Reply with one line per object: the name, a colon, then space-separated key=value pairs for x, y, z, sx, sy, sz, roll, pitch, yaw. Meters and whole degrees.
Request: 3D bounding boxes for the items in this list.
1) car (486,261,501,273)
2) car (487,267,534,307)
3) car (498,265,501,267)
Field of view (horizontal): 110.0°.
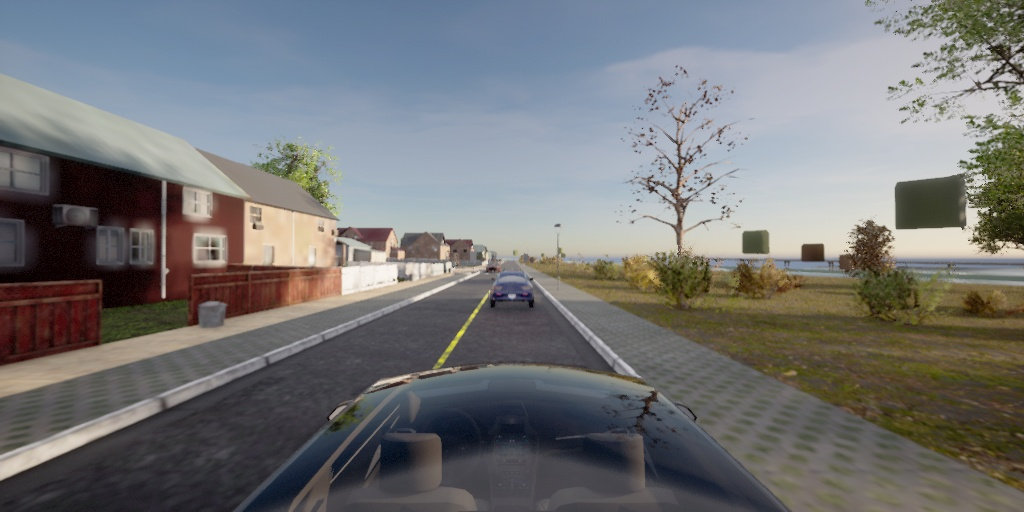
car: x=-2.737 y=1.588 z=53.526 sx=2.097 sy=1.767 sz=4.553 roll=0 pitch=0 yaw=0
car: x=0.008 y=1.412 z=16.241 sx=1.812 sy=1.442 sz=4.674 roll=0 pitch=0 yaw=0
car: x=0.010 y=1.626 z=30.961 sx=1.895 sy=1.301 sz=4.718 roll=0 pitch=-1 yaw=0
